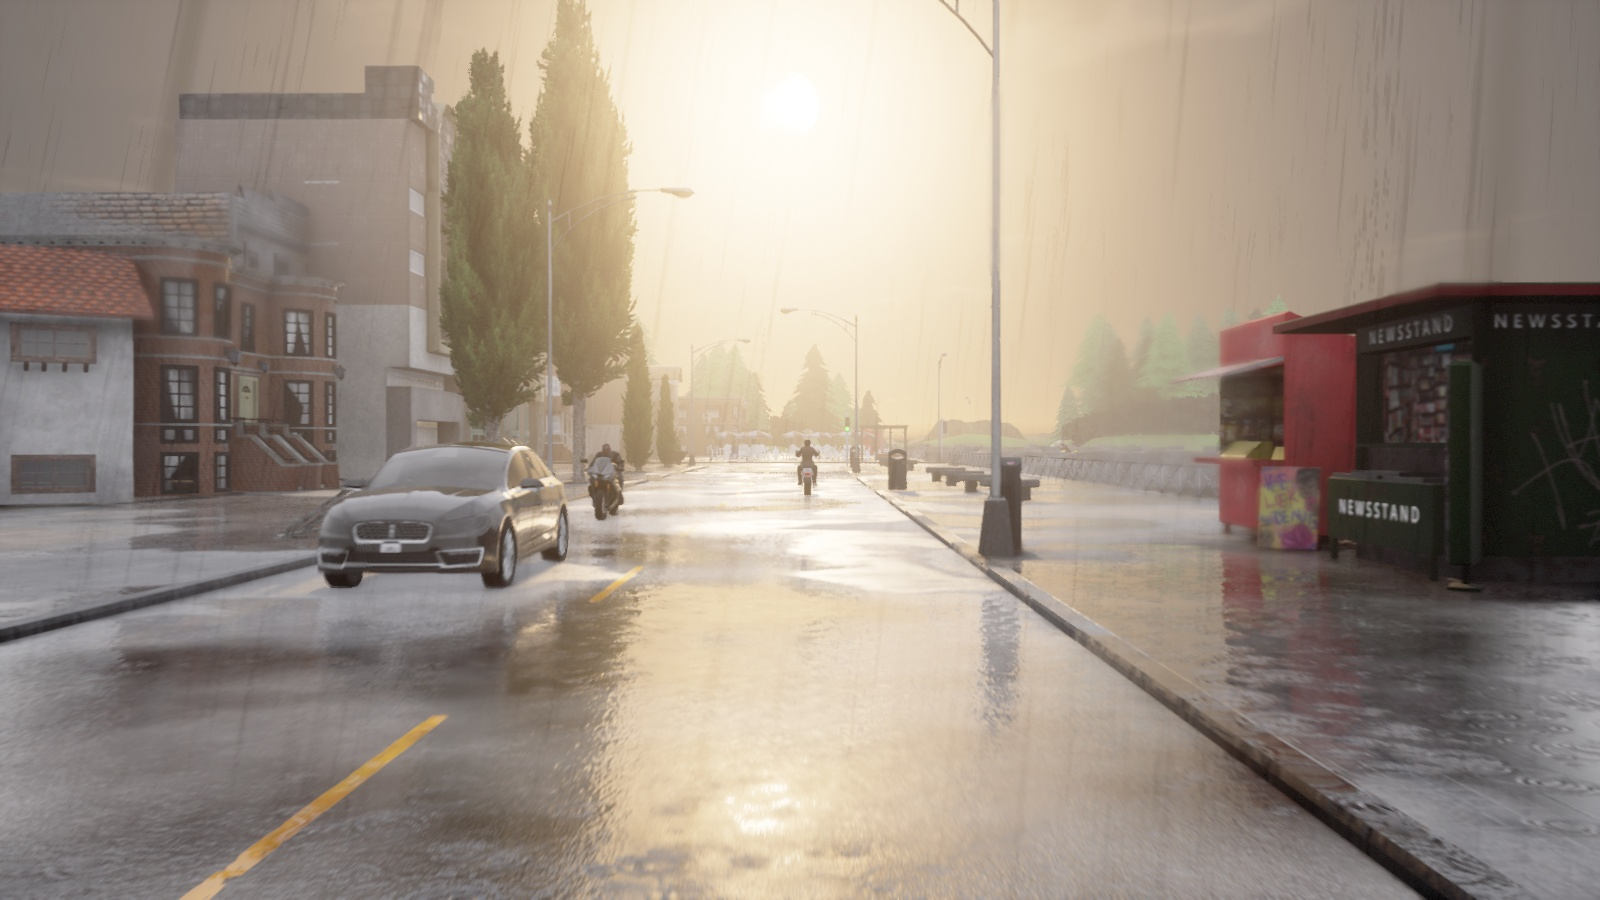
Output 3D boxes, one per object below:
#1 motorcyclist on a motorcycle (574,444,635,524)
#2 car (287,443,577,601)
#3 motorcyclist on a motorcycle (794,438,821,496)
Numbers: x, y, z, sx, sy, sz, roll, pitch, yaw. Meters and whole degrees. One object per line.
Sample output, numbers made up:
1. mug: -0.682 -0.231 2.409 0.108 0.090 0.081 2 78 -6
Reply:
1. motorcyclist on a motorcycle: -3.847 0.638 24.911 0.866 1.530 2.191 0 0 0
2. car: -3.906 0.668 14.286 1.837 1.490 4.892 0 0 0
3. motorcyclist on a motorcycle: 0.220 0.489 36.942 0.766 1.649 2.350 0 0 0
